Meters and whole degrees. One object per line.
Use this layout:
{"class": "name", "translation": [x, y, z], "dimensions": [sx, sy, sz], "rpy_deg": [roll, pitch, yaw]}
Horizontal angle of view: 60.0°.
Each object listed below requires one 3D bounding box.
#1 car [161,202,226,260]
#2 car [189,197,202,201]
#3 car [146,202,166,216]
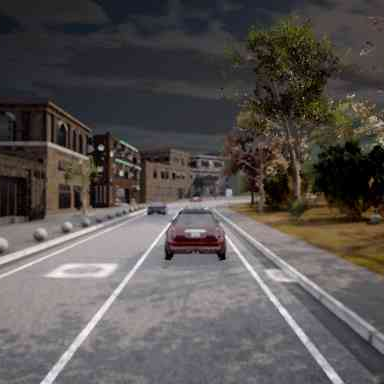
{"class": "car", "translation": [0.123, 1.449, 13.109], "dimensions": [2.097, 1.767, 4.553], "rpy_deg": [0, 0, 0]}
{"class": "car", "translation": [0.857, 1.796, 74.853], "dimensions": [1.812, 1.442, 4.674], "rpy_deg": [0, 0, 21]}
{"class": "car", "translation": [-3.507, 1.731, 34.624], "dimensions": [2.033, 1.411, 5.357], "rpy_deg": [0, 0, 0]}
